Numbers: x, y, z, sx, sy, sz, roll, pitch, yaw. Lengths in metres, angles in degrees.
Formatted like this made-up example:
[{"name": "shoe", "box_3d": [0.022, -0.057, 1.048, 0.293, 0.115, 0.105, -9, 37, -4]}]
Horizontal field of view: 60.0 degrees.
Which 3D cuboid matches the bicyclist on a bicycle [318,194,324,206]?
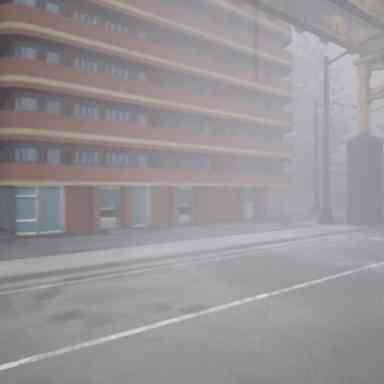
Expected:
[{"name": "bicyclist on a bicycle", "box_3d": [16.637, 1.063, 42.653, 1.656, 1.620, 0.582, -1, 0, -35]}]
